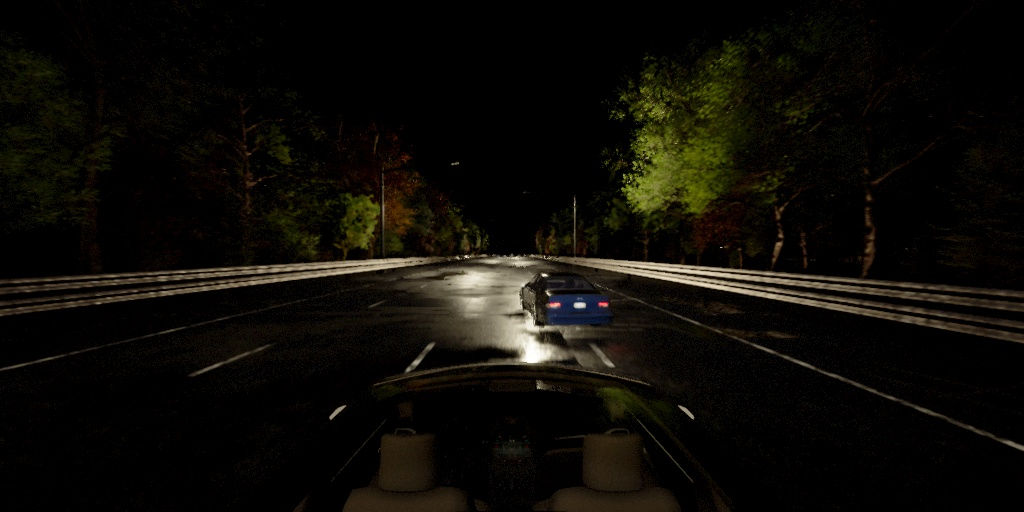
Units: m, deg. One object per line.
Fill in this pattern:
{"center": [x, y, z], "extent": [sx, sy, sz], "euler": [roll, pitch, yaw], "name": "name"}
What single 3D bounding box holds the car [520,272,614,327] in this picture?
{"center": [1.395, 1.202, 11.048], "extent": [2.033, 1.411, 5.357], "euler": [0, 1, -5], "name": "car"}
